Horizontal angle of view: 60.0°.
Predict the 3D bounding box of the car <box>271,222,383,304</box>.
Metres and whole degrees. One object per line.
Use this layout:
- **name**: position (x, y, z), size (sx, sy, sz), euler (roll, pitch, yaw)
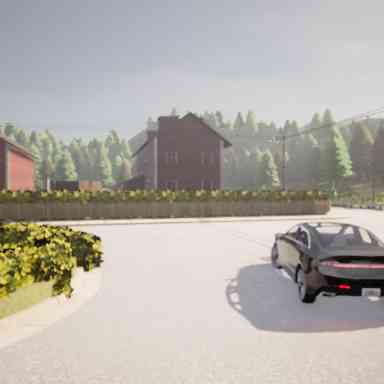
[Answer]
- **car**: position (3.193, 1.460, 8.014), size (2.128, 1.511, 4.902), euler (0, 0, 4)
